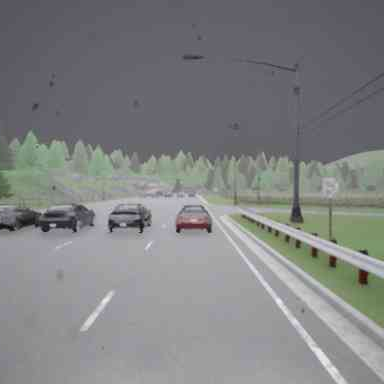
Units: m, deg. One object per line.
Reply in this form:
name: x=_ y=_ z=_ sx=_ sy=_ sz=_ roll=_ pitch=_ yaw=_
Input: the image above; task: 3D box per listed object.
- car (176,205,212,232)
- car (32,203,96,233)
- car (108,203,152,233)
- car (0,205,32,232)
car: x=0.096 y=1.457 z=19.423 sx=1.994 sy=1.385 sz=4.181 roll=0 pitch=0 yaw=0
car: x=-6.904 y=1.401 z=18.927 sx=1.837 sy=1.490 sz=4.892 roll=0 pitch=0 yaw=0
car: x=-3.403 y=1.388 z=18.865 sx=2.128 sy=1.511 sz=4.902 roll=0 pitch=0 yaw=0
car: x=-10.403 y=1.457 z=19.351 sx=1.994 sy=1.385 sz=4.181 roll=0 pitch=0 yaw=0
